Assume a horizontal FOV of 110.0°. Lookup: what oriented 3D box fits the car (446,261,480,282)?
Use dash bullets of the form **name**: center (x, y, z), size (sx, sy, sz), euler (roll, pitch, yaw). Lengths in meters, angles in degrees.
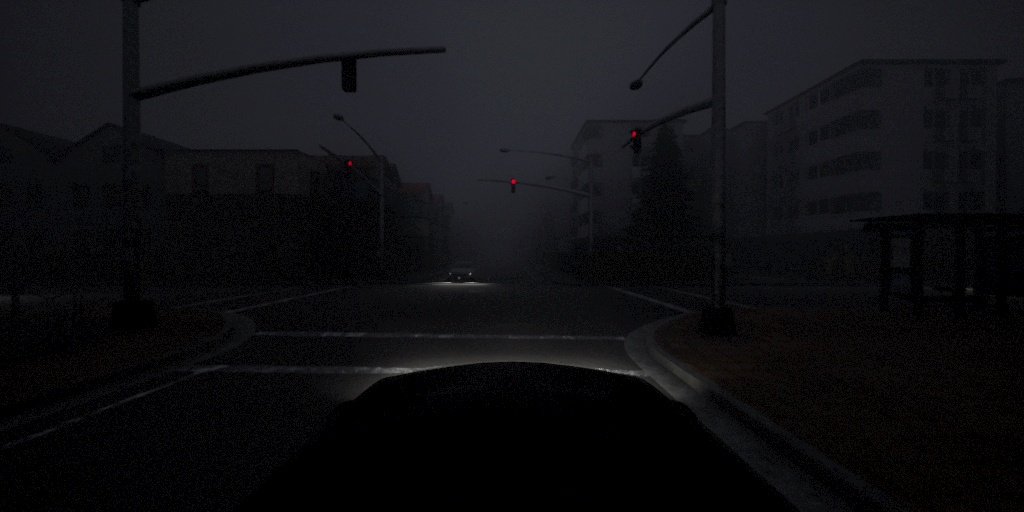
- **car**: center (-3.505, 1.117, 26.098), size (1.812, 1.442, 4.674), euler (0, 1, 0)
